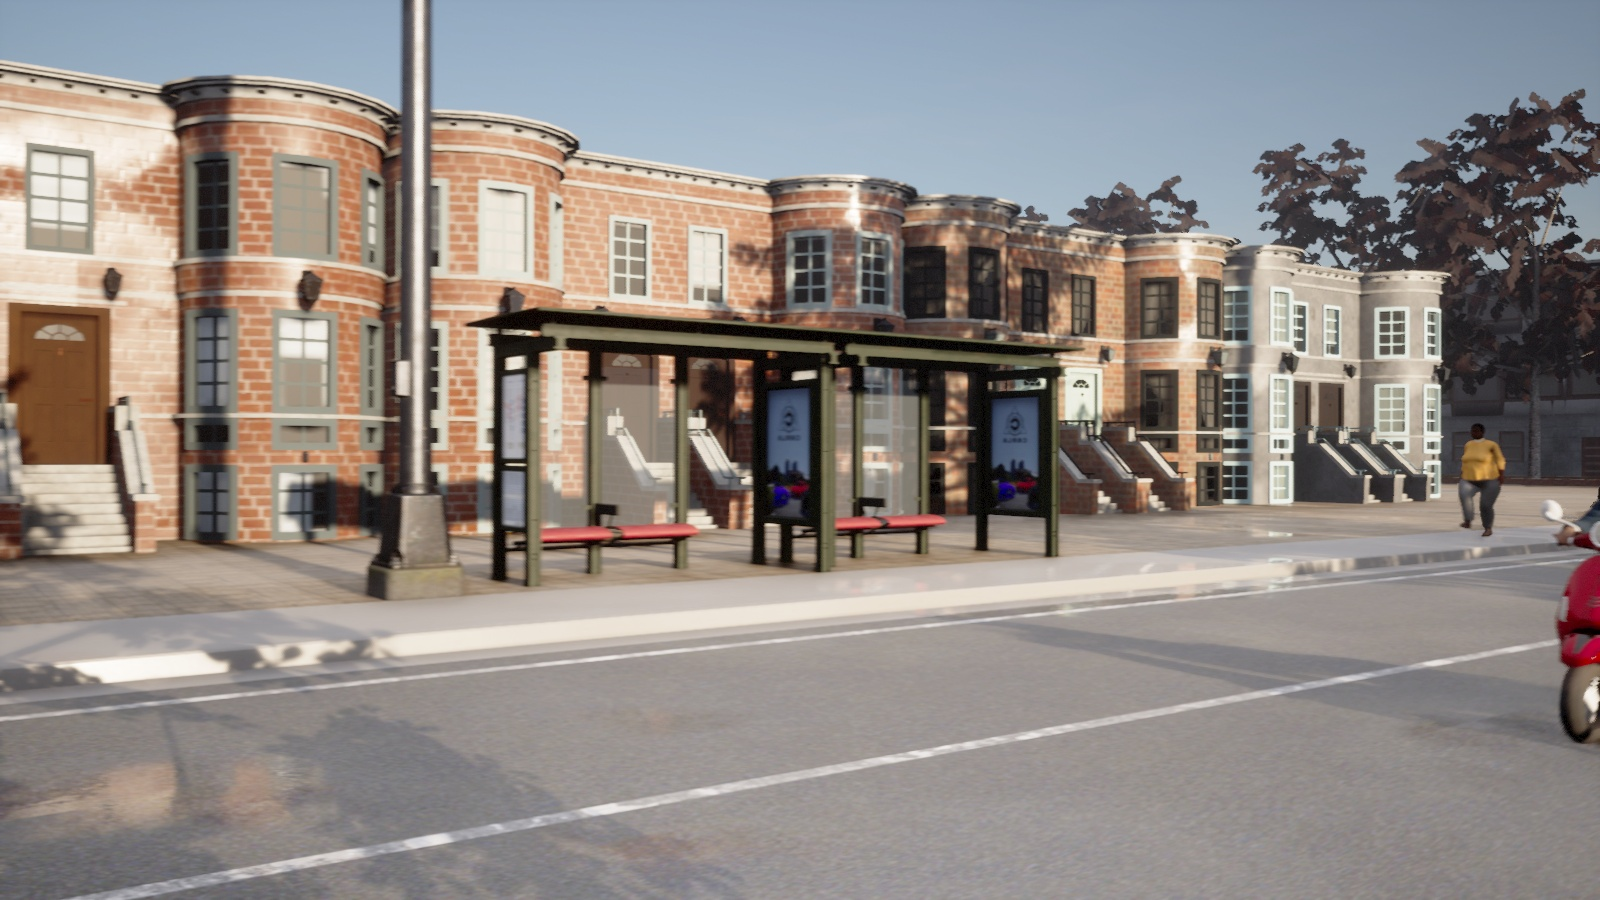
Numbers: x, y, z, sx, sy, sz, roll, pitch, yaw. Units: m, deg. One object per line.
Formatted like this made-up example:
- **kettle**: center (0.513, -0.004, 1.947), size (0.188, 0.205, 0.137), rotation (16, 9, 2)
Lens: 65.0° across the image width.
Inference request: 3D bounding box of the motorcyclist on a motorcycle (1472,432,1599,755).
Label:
- **motorcyclist on a motorcycle**: center (4.570, 0.706, 6.840), size (1.817, 1.590, 0.866), rotation (0, 0, -35)

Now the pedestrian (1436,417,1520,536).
- **pedestrian**: center (10.888, 0.420, 20.175), size (0.900, 1.855, 0.874), rotation (0, 0, -35)
